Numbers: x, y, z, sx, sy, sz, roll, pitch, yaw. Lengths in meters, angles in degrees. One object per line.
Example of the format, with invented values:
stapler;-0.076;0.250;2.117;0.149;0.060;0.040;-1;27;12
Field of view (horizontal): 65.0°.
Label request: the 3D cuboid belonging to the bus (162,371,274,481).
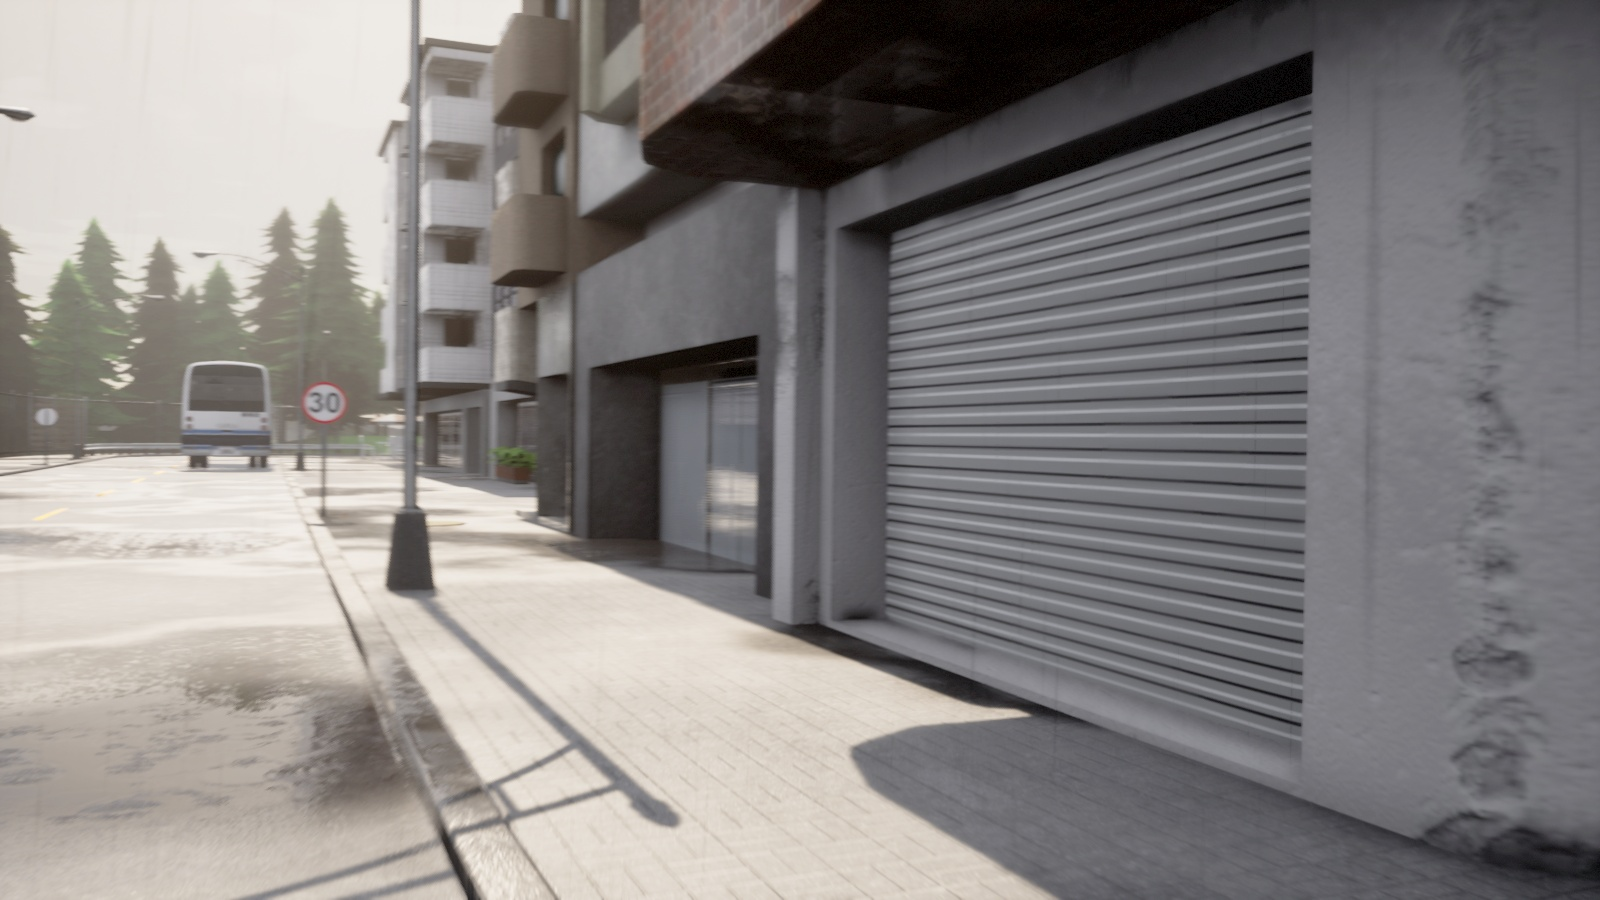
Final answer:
bus;-24.874;-0.987;54.083;3.944;4.253;10.273;-1;1;-23
